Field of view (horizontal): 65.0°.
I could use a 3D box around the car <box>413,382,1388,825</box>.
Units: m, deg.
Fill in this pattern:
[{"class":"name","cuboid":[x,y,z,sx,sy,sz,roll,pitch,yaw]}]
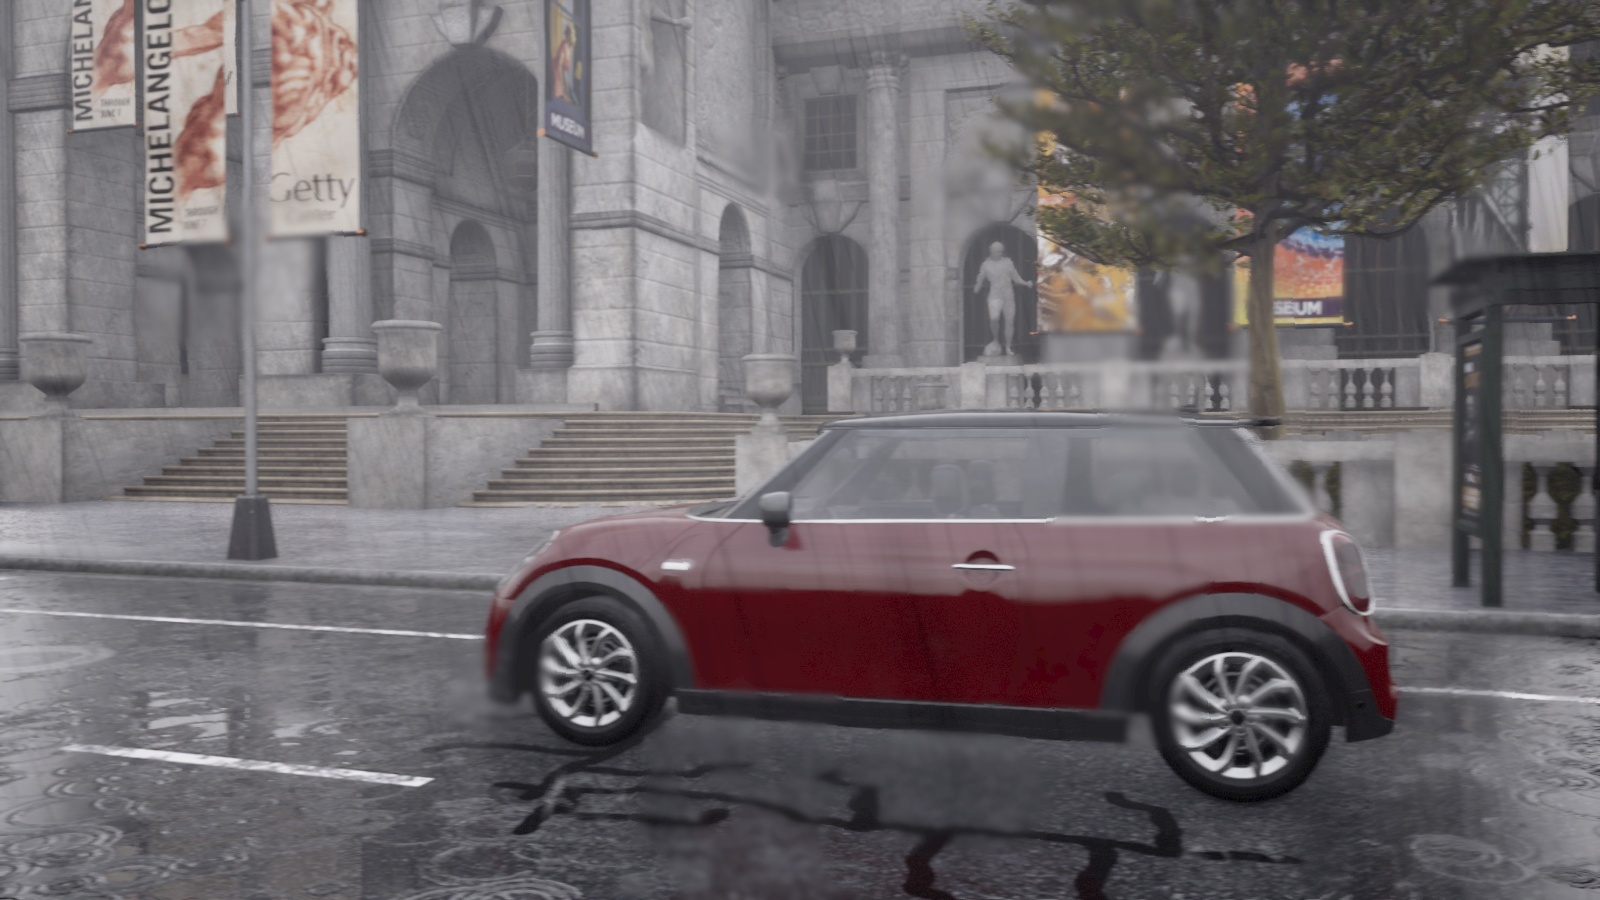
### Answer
[{"class":"car","cuboid":[0.506,0.579,6.714,4.553,1.767,2.097,1,1,19]}]
